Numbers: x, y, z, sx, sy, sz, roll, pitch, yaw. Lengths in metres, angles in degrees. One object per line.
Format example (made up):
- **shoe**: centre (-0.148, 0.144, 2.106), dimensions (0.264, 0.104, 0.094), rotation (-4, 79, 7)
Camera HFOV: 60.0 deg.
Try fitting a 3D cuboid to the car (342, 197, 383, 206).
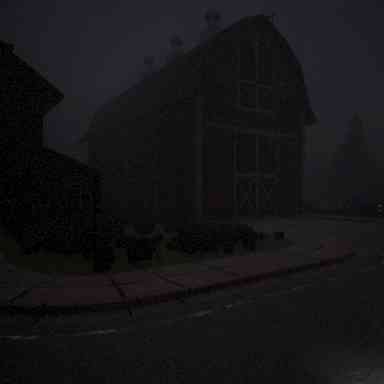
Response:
- **car**: centre (18.226, 1.361, 35.080), dimensions (2.097, 1.767, 4.553), rotation (0, 0, -34)
